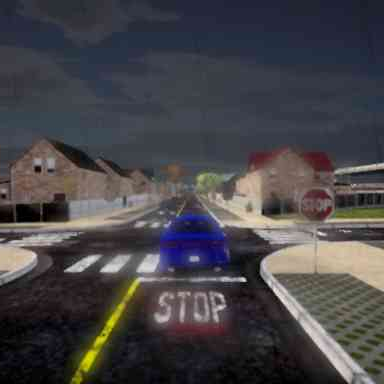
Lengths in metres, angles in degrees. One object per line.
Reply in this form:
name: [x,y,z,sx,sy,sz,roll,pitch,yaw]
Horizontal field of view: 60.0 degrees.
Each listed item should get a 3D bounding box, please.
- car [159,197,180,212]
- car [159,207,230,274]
car: [-2.831,1.522,39.594,2.033,1.411,5.357,0,0,0]
car: [0.075,1.469,10.610,1.882,1.535,5.008,0,0,0]
